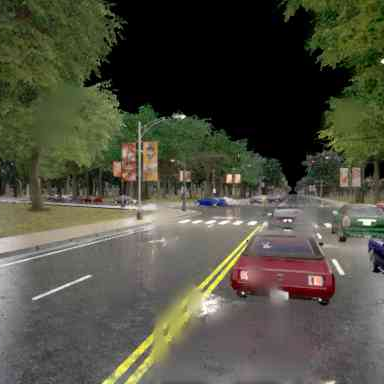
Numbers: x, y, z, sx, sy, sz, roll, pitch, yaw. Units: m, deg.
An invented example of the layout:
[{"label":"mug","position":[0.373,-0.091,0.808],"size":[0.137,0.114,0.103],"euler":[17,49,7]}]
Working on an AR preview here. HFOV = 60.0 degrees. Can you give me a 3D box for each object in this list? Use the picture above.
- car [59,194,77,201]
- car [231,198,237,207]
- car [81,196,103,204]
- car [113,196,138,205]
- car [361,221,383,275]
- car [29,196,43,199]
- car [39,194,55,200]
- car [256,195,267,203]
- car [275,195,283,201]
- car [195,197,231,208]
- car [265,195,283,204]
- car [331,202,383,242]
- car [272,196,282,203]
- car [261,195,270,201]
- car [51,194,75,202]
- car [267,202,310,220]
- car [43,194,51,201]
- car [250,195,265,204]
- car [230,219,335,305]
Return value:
[{"label":"car","position":[-29.403,1.260,78.806],"size":[4.674,1.442,1.812],"euler":[0,0,40]},{"label":"car","position":[4.621,1.488,50.254],"size":[4.674,1.442,1.812],"euler":[0,0,40]},{"label":"car","position":[-18.369,1.423,60.932],"size":[4.718,1.301,1.895],"euler":[0,0,41]},{"label":"car","position":[-10.938,1.361,54.653],"size":[4.902,1.511,2.128],"euler":[0,0,41]},{"label":"car","position":[5.463,1.601,7.596],"size":[1.895,1.301,4.718],"euler":[0,0,17]},{"label":"car","position":[-39.383,1.253,82.971],"size":[4.181,1.385,1.994],"euler":[0,0,40]},{"label":"car","position":[-37.287,1.253,85.454],"size":[4.181,1.385,1.994],"euler":[0,0,40]},{"label":"car","position":[15.321,1.486,73.072],"size":[1.882,1.535,5.008],"euler":[0,0,17]},{"label":"car","position":[21.572,1.489,82.299],"size":[1.882,1.535,5.008],"euler":[0,0,17]},{"label":"car","position":[2.647,1.421,47.655],"size":[5.008,1.535,1.882],"euler":[0,0,40]},{"label":"car","position":[15.442,1.554,62.587],"size":[2.033,1.411,5.357],"euler":[0,0,18]},{"label":"car","position":[8.069,1.352,16.199],"size":[2.097,1.767,4.553],"euler":[0,0,17]},{"label":"car","position":[18.513,1.604,72.390],"size":[1.895,1.301,4.718],"euler":[0,0,17]},{"label":"car","position":[18.351,1.535,82.881],"size":[1.812,1.442,4.674],"euler":[0,0,17]},{"label":"car","position":[-26.114,1.300,67.529],"size":[4.674,1.442,1.812],"euler":[0,0,40]},{"label":"car","position":[4.935,1.505,17.070],"size":[1.837,1.490,4.892],"euler":[0,0,17]},{"label":"car","position":[-31.779,1.259,76.557],"size":[4.674,1.442,1.812],"euler":[0,0,40]},{"label":"car","position":[12.368,1.554,63.631],"size":[2.033,1.411,5.357],"euler":[0,0,18]},{"label":"car","position":[2.255,1.601,8.207],"size":[1.895,1.301,4.718],"euler":[0,0,17]}]
